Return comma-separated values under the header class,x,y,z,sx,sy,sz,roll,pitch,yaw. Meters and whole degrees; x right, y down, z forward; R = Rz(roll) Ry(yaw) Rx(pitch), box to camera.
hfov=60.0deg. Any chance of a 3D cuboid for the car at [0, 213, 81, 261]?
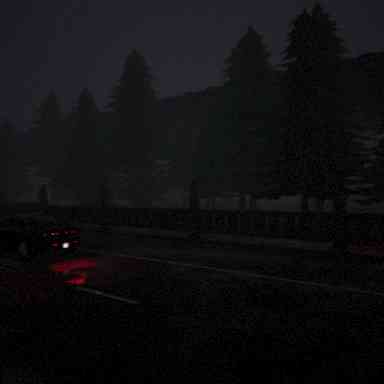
class,x,y,z,sx,sy,sz,roll,pitch,yaw
car,-6.273,1.585,12.746,4.892,1.490,1.837,-1,0,36
